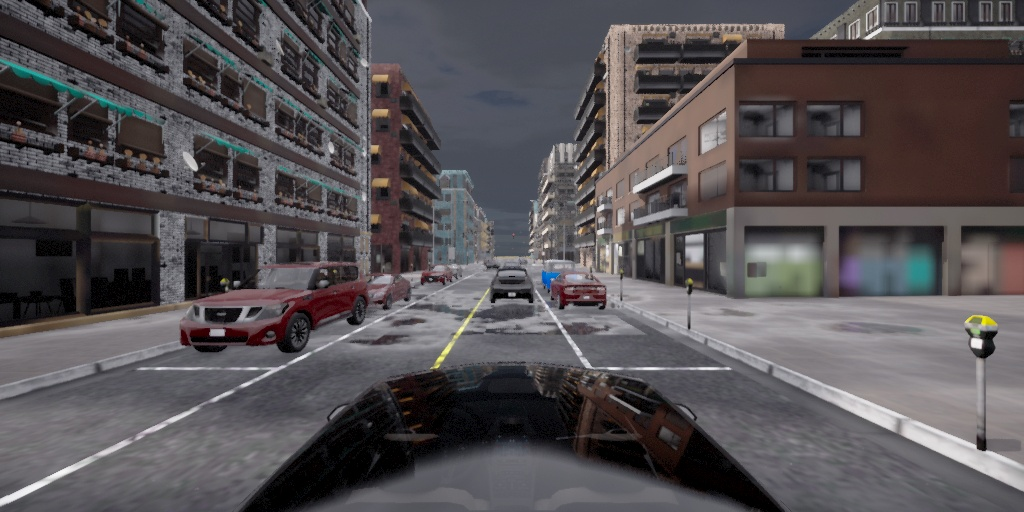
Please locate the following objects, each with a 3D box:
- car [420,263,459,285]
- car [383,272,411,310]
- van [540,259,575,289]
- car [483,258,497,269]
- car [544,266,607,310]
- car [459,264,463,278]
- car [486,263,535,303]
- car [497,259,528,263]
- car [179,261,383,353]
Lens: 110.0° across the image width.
[{"bbox_3d":[-5.315,1.292,25.745,1.888,1.381,4.507,0,0,0],"label":"car"},{"bbox_3d":[-5.315,1.330,14.570,1.802,1.307,4.207,0,0,0],"label":"car"},{"bbox_3d":[2.565,1.088,20.158,1.690,1.789,3.998,0,0,0],"label":"van"},{"bbox_3d":[-2.750,1.391,52.470,1.895,1.301,4.718,0,0,0],"label":"car"},{"bbox_3d":[2.565,1.293,14.570,1.888,1.381,4.507,0,0,0],"label":"car"},{"bbox_3d":[-5.316,1.295,31.333,2.007,1.370,4.403,0,0,0],"label":"car"},{"bbox_3d":[0.000,1.265,16.500,1.837,1.490,4.892,0,0,0],"label":"car"},{"bbox_3d":[0.000,1.241,31.500,2.128,1.511,4.902,0,0,0],"label":"car"},{"bbox_3d":[-5.315,1.063,8.983,2.192,1.841,5.009,0,0,0],"label":"car"}]
